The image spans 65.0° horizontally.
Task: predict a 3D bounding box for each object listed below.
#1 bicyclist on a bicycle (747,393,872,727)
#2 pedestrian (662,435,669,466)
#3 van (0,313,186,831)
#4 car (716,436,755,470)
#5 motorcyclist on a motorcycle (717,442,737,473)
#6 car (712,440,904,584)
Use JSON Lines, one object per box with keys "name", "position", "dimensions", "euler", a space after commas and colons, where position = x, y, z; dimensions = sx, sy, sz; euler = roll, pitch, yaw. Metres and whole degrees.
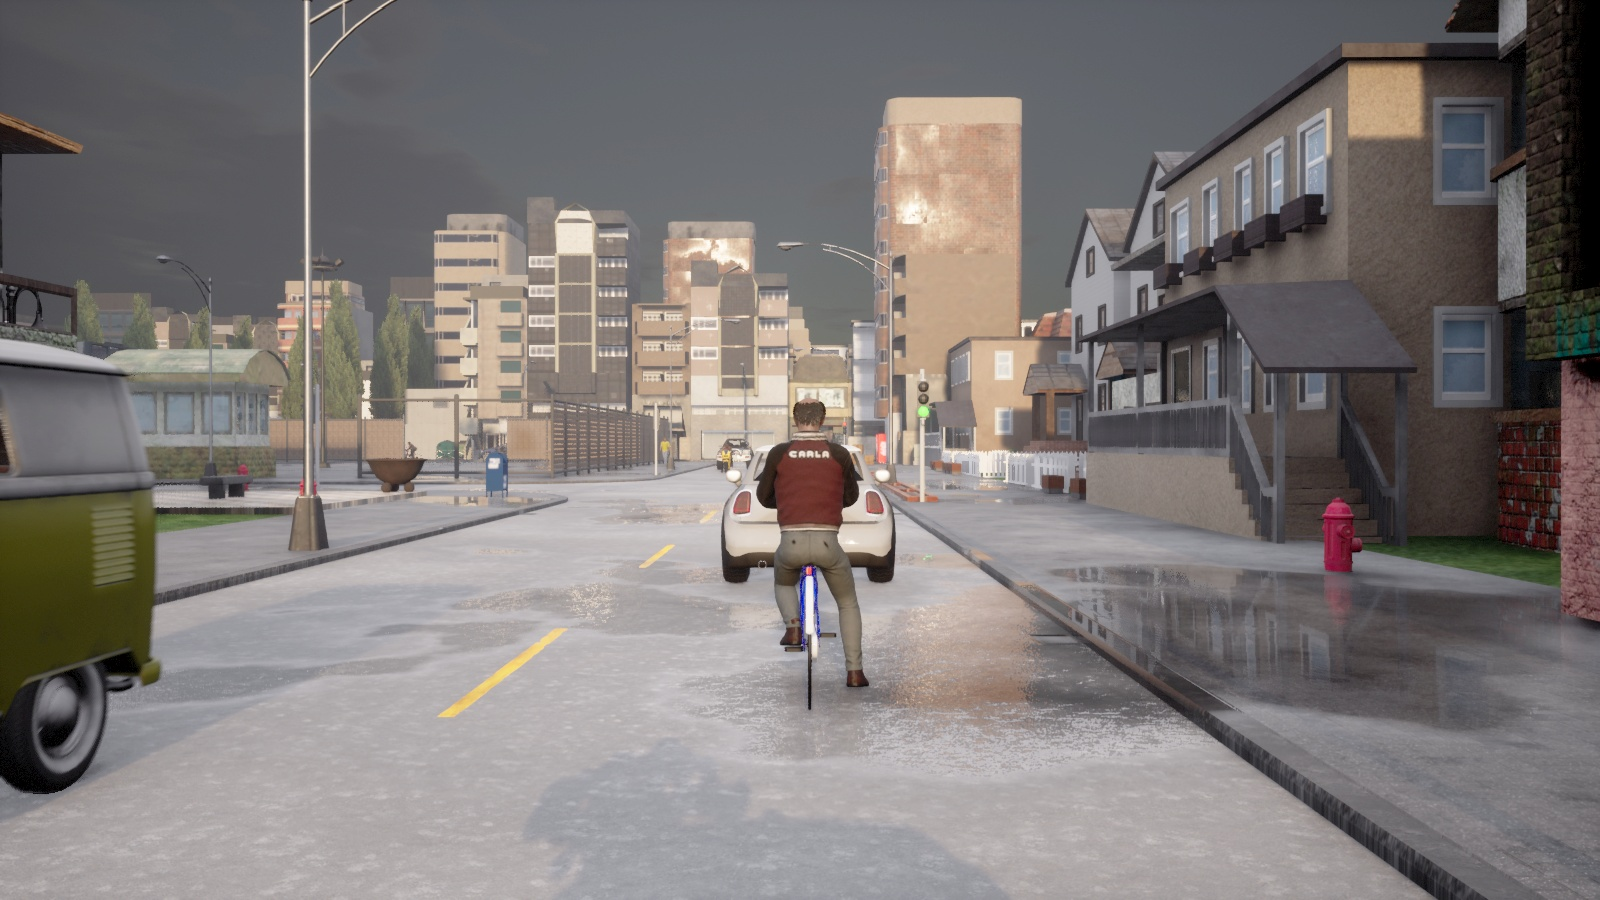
{"name": "bicyclist on a bicycle", "position": [0.056, 0.574, 7.591], "dimensions": [0.659, 1.776, 1.843], "euler": [0, 1, 0]}
{"name": "pedestrian", "position": [-8.097, 0.022, 75.721], "dimensions": [0.354, 1.836, 0.706], "euler": [0, 0, 2]}
{"name": "van", "position": [-3.963, 0.473, 4.044], "dimensions": [1.775, 1.987, 4.442], "euler": [0, 0, 0]}
{"name": "car", "position": [-3.610, 0.161, 70.722], "dimensions": [1.932, 1.855, 4.605], "euler": [0, 0, 1]}
{"name": "motorcyclist on a motorcycle", "position": [-3.636, 0.372, 62.667], "dimensions": [0.797, 1.523, 2.044], "euler": [0, 0, 2]}
{"name": "car", "position": [0.093, 0.628, 14.787], "dimensions": [1.970, 1.475, 3.806], "euler": [0, 0, 0]}
